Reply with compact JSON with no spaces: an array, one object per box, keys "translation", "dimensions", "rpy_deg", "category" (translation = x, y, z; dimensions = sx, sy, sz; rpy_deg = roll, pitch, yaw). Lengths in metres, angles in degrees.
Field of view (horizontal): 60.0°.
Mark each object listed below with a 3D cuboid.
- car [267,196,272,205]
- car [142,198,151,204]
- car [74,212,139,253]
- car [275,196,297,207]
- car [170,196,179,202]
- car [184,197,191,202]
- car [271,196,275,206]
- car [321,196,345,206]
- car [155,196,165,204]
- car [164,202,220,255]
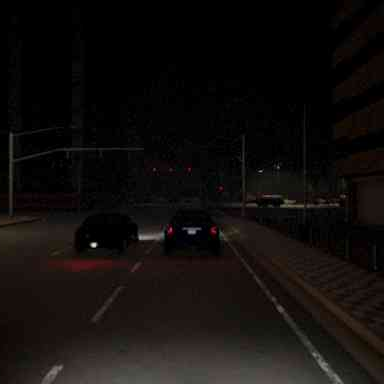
[{"translation":[20.682,1.947,78.015],"dimensions":[4.605,1.855,1.932],"rpy_deg":[0,-1,0],"category":"car"},{"translation":[-11.707,2.356,86.198],"dimensions":[2.033,1.411,5.357],"rpy_deg":[0,-1,-1],"category":"car"},{"translation":[-3.502,1.644,14.309],"dimensions":[1.837,1.490,4.892],"rpy_deg":[0,0,0],"category":"car"},{"translation":[20.764,2.136,72.435],"dimensions":[3.806,1.475,1.970],"rpy_deg":[0,-1,0],"category":"car"},{"translation":[-4.723,2.040,87.537],"dimensions":[2.150,2.045,5.566],"rpy_deg":[0,-1,-1],"category":"car"},{"translation":[-1.228,2.427,87.901],"dimensions":[1.895,1.301,4.718],"rpy_deg":[0,-1,-1],"category":"car"},{"translation":[20.748,2.132,75.330],"dimensions":[3.905,1.438,1.784],"rpy_deg":[0,-1,0],"category":"car"},{"translation":[35.712,1.999,83.652],"dimensions":[4.605,1.855,1.932],"rpy_deg":[0,-1,0],"category":"car"},{"translation":[-8.207,2.041,86.216],"dimensions":[2.150,2.045,5.566],"rpy_deg":[0,-1,-1],"category":"car"},{"translation":[-0.002,1.484,14.084],"dimensions":[2.097,1.767,4.553],"rpy_deg":[0,-1,0],"category":"car"}]
